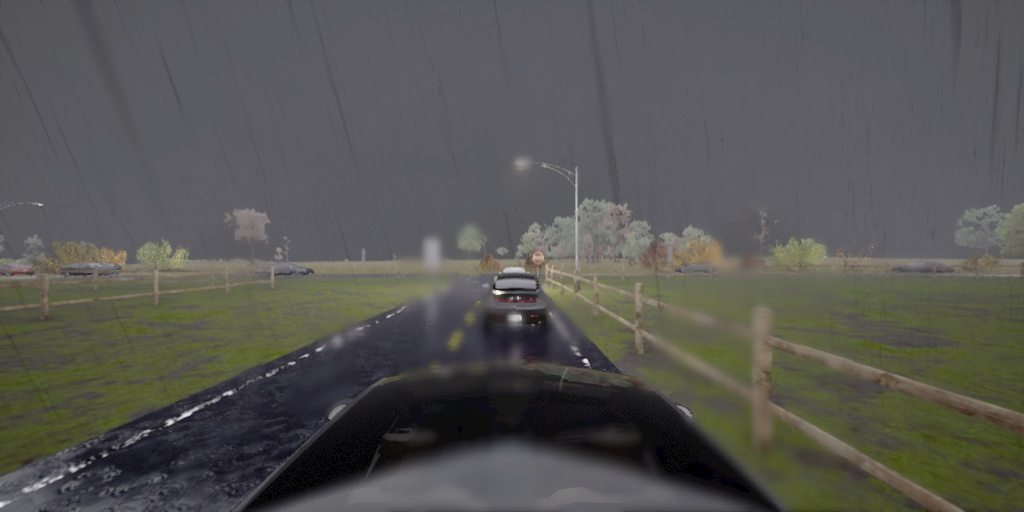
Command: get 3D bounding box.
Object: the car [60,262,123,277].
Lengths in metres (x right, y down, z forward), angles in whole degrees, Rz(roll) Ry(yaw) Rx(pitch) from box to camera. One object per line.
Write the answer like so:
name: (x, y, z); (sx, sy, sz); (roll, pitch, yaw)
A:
car: (-44.282, 1.429, 37.726); (5.008, 1.535, 1.882); (0, 0, 1)

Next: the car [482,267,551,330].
car: (0.115, 1.276, 11.148); (1.837, 1.490, 4.892); (0, 0, 0)

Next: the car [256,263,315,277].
car: (-23.659, 1.437, 37.488); (5.357, 1.411, 2.033); (0, 0, 1)

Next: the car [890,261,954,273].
car: (45.378, 1.297, 39.684); (5.357, 1.411, 2.033); (0, 0, 1)

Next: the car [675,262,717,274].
car: (20.489, 1.342, 39.996); (4.181, 1.385, 1.994); (0, 0, 1)
